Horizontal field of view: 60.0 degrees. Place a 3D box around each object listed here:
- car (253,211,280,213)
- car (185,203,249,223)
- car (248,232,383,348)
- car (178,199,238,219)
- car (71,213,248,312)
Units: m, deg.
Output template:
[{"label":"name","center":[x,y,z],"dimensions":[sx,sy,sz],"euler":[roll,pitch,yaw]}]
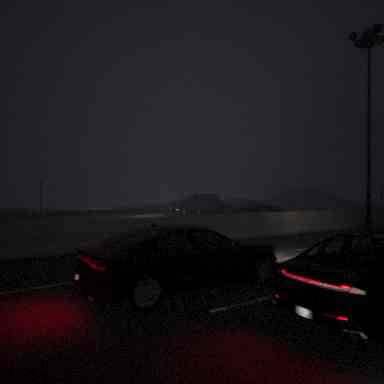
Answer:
[{"label":"car","center":[3.888,1.466,22.855],"dimensions":[4.902,1.511,2.128],"euler":[0,0,-30]},{"label":"car","center":[1.980,1.569,25.814],"dimensions":[4.718,1.301,1.895],"euler":[0,0,-30]},{"label":"car","center":[3.608,1.488,6.041],"dimensions":[4.902,1.511,2.128],"euler":[0,0,-33]},{"label":"car","center":[1.446,1.454,29.512],"dimensions":[4.902,1.511,2.128],"euler":[0,0,-30]},{"label":"car","center":[-0.156,1.467,7.746],"dimensions":[5.008,1.535,1.882],"euler":[0,0,-34]}]
